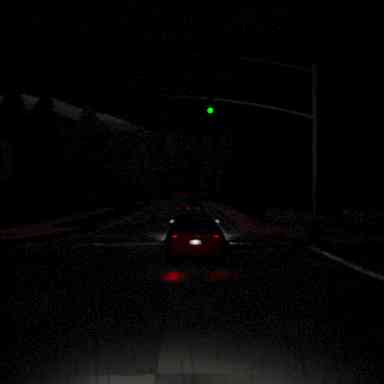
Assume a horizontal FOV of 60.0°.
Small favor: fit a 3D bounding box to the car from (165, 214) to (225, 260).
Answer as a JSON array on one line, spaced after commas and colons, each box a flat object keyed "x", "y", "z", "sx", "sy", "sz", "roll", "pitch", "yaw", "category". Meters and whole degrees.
[{"x": 0.103, "y": 1.511, "z": 12.260, "sx": 1.994, "sy": 1.385, "sz": 4.181, "roll": 0, "pitch": 0, "yaw": 0, "category": "car"}]

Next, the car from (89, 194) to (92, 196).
[{"x": -25.009, "y": 0.800, "z": 80.728, "sx": 1.932, "sy": 1.855, "sz": 4.605, "roll": 0, "pitch": 0, "yaw": -1, "category": "car"}]

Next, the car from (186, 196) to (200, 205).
[{"x": 0.107, "y": 1.296, "z": 51.184, "sx": 1.812, "sy": 1.442, "sz": 4.674, "roll": 0, "pitch": 0, "yaw": 0, "category": "car"}]
